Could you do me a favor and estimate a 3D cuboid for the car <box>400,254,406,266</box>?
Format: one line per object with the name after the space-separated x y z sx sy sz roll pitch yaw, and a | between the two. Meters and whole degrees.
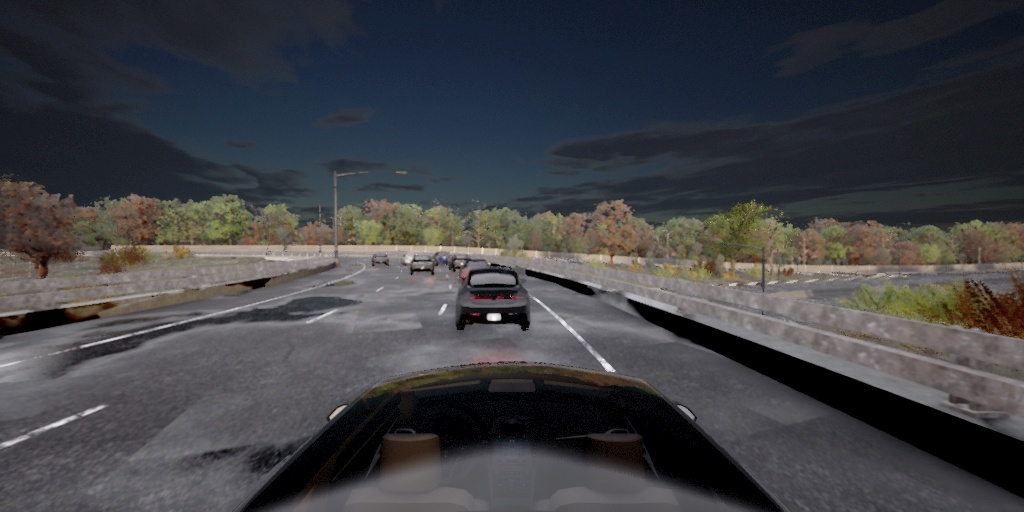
-12.662 0.395 44.470 1.812 1.442 4.674 -1 1 -23 | car

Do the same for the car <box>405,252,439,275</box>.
-7.381 0.672 29.374 2.128 1.511 4.902 0 1 -15 | car

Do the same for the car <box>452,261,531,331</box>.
-0.588 1.072 10.382 1.837 1.490 4.892 0 1 -5 | car

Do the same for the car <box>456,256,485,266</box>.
-2.219 0.887 22.118 1.994 1.385 4.181 0 1 -10 | car

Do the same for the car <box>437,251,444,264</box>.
-8.725 0.223 44.081 2.097 1.767 4.553 -1 1 -22 | car

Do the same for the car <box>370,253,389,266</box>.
-15.873 0.396 43.070 2.128 1.511 4.902 -1 1 -23 | car

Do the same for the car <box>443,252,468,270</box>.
-4.776 0.591 32.949 2.128 1.511 4.902 0 1 -16 | car
